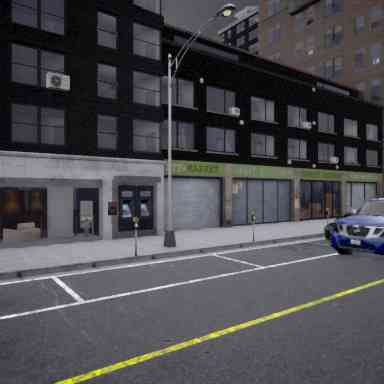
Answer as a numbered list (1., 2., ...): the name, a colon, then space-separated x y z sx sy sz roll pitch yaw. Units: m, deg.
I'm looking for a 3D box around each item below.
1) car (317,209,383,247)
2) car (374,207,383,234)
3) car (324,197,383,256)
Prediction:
1. car: 8.036 1.566 15.630 4.313 1.339 1.947 0 0 -36
2. car: 12.304 1.525 18.674 4.829 1.417 1.752 0 0 -36
3. car: 7.372 1.221 12.037 5.566 2.045 2.150 0 0 -35
